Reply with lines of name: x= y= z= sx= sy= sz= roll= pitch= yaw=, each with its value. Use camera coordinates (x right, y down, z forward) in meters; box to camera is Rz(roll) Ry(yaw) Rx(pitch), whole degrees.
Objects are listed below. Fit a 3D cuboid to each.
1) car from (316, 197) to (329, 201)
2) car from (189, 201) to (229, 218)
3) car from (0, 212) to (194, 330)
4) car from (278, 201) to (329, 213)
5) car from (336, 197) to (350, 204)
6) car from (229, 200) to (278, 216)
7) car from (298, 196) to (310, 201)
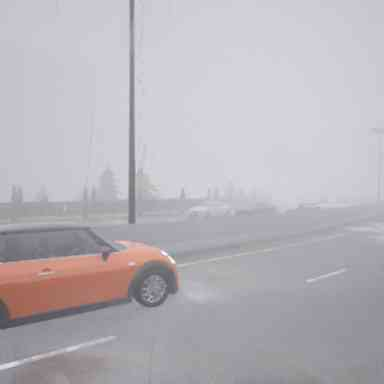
car: x=25.030 y=1.643 z=63.690 sx=1.895 sy=1.301 sz=4.718 roll=0 pitch=0 yaw=15
car: x=1.661 y=1.550 z=29.074 sx=1.812 sy=1.442 sz=4.674 roll=0 pitch=0 yaw=42
car: x=-2.470 y=1.358 z=6.399 sx=4.553 sy=1.767 sz=2.097 roll=0 pitch=0 yaw=-37
car: x=9.077 y=1.620 z=26.893 sx=1.895 sy=1.301 sz=4.718 roll=0 pitch=0 yaw=40
car: x=28.374 y=1.602 z=62.626 sx=1.994 sy=1.385 sz=4.181 roll=0 pitch=0 yaw=15
car: x=5.547 y=1.500 z=28.198 sx=1.882 sy=1.535 sz=5.008 roll=0 pitch=0 yaw=41
car: x=21.600 y=1.549 z=64.453 sx=1.837 sy=1.490 sz=4.892 roll=0 pitch=0 yaw=16
